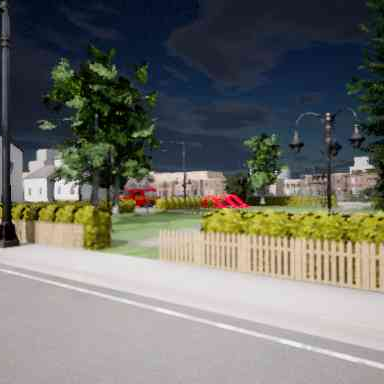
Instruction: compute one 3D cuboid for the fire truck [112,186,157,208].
[{"bbox_3d":[-9.725,0.869,57.281,2.891,3.827,8.468,-1,-1,35],"label":"fire truck"}]
